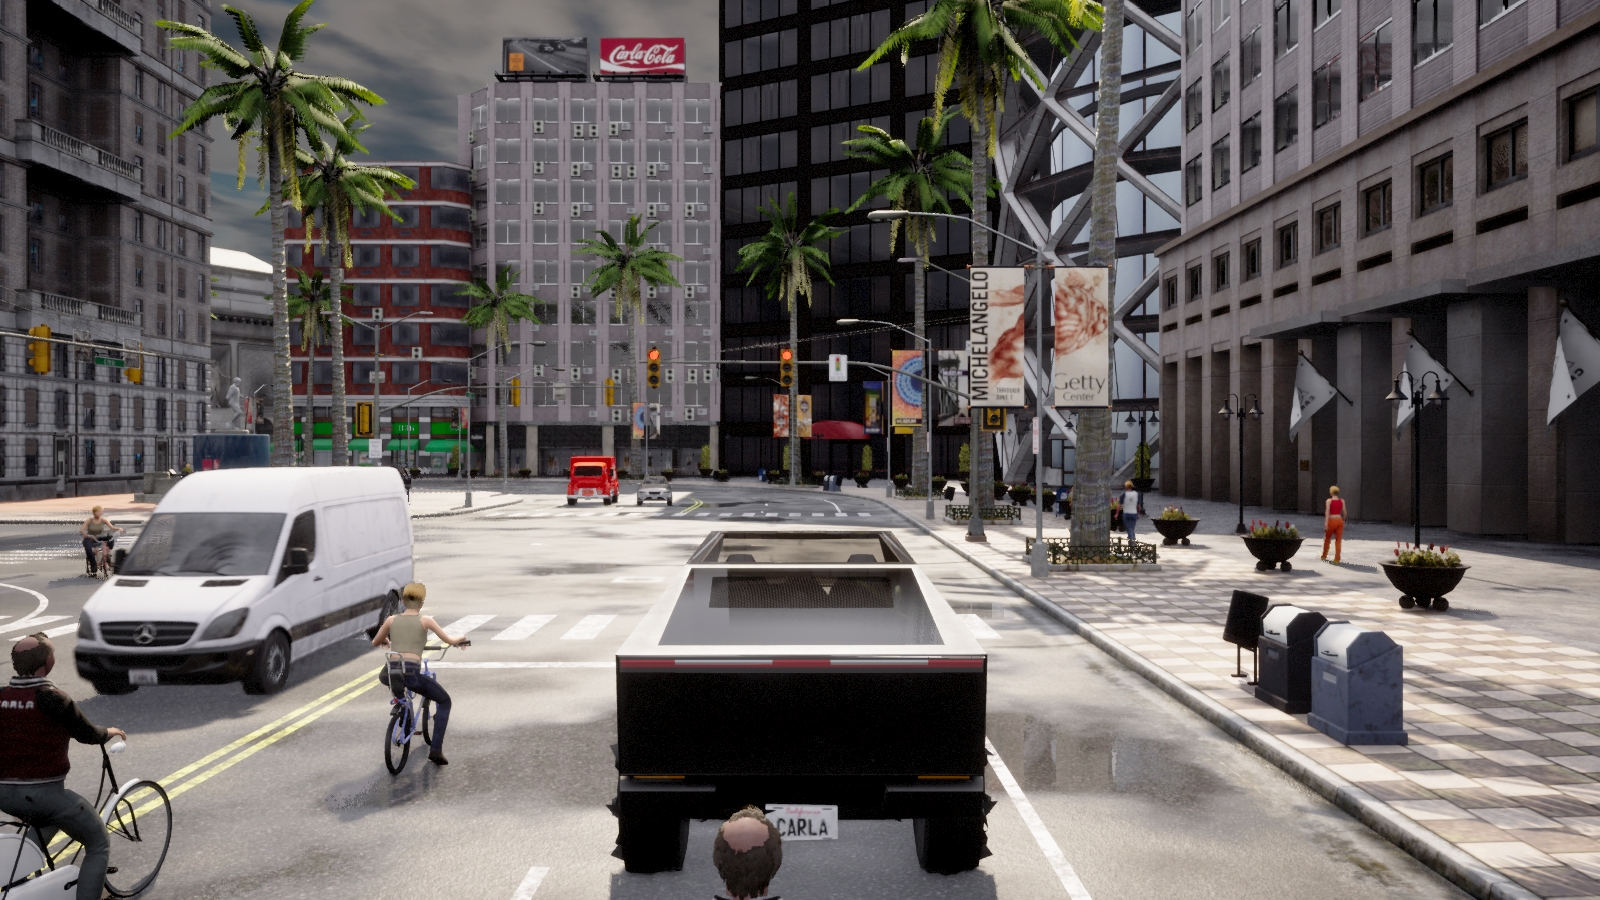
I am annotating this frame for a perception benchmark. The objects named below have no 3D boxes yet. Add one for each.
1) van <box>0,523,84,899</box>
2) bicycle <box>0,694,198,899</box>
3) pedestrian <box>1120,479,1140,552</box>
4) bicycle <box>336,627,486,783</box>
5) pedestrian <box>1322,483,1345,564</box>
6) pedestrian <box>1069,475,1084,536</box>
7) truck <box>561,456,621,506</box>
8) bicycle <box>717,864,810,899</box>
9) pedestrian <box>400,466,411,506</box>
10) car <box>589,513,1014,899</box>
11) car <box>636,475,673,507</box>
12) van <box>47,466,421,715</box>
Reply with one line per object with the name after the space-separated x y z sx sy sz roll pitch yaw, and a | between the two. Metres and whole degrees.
-3.501 1.534 1.043 1.988 2.561 5.915 0 0 0 | van
-4.243 2.210 6.662 0.329 1.171 1.835 0 0 6 | bicycle
8.562 1.694 29.652 0.375 1.860 0.375 0 0 -4 | pedestrian
-3.473 2.256 10.347 0.859 1.080 1.487 0 0 0 | bicycle
12.392 1.704 26.536 0.375 1.860 0.375 0 0 4 | pedestrian
8.507 1.698 35.146 0.375 1.860 0.375 0 0 0 | pedestrian
-10.821 1.568 59.475 2.627 2.467 5.204 0 0 -5 | truck
-0.147 2.210 3.549 0.329 1.171 1.835 0 0 1 | bicycle
-18.537 1.696 53.692 0.375 1.860 0.375 0 0 -41 | pedestrian
0.011 1.753 9.550 2.390 2.098 6.274 0 0 0 | car
-7.460 2.066 58.811 1.816 1.474 4.193 0 0 -7 | car
-6.989 1.534 15.081 1.988 2.561 5.915 0 0 0 | van
